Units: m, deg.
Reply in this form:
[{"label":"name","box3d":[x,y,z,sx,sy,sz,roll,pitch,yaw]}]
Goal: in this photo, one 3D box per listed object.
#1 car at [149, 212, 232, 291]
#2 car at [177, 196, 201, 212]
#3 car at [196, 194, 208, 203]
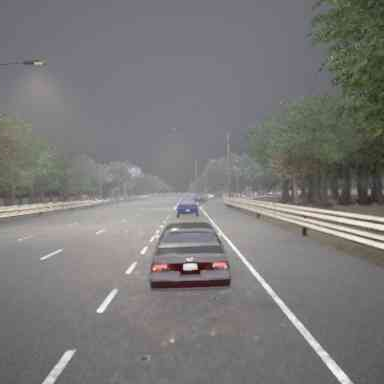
[{"label":"car","box3d":[-0.074,1.532,9.119,2.033,1.411,5.357,-2,0,-1]},{"label":"car","box3d":[-0.409,1.447,31.471,1.882,1.535,5.008,-2,0,-1]},{"label":"car","box3d":[1.736,1.183,62.557,2.097,1.767,4.553,-1,0,13]}]
